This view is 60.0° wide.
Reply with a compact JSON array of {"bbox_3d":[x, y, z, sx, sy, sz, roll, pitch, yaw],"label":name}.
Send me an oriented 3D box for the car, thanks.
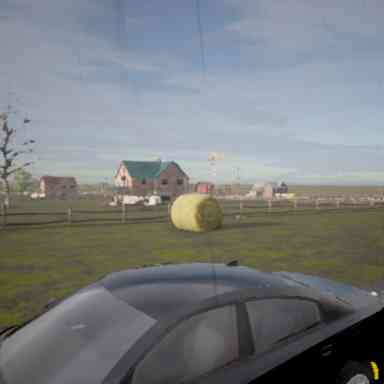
[{"bbox_3d":[-0.276,1.445,2.871,5.008,1.535,1.882,0,1,-35],"label":"car"}]
